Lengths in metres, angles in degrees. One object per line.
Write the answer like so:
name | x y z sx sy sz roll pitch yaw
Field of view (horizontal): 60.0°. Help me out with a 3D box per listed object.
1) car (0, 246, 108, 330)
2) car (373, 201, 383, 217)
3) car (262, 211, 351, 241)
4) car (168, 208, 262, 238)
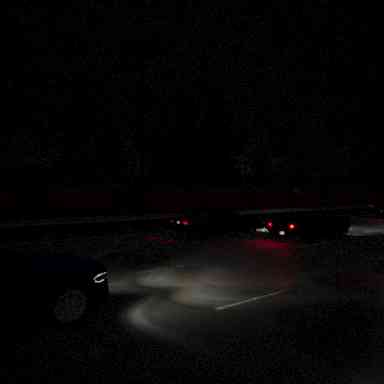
car | -3.851 1.478 5.297 5.008 1.535 1.882 0 0 -36
car | 18.249 1.477 29.971 5.008 1.535 1.882 0 0 -36
car | 5.953 1.600 16.708 4.718 1.301 1.895 0 0 -36
car | 1.380 1.547 17.721 5.357 1.411 2.033 0 0 -35
